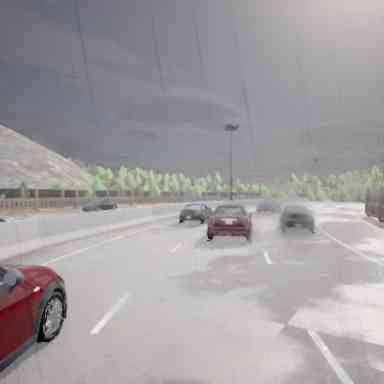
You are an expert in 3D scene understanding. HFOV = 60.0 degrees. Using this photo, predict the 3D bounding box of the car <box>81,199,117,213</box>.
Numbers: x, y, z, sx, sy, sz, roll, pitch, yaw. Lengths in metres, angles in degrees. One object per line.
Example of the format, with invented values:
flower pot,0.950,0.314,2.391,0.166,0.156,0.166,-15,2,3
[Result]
car,-10.380,1.538,37.494,1.837,1.490,4.892,0,-1,21

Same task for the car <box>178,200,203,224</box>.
car,0.382,1.581,25.069,1.812,1.442,4.674,0,0,15

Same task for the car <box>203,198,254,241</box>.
car,2.061,1.399,17.108,2.097,1.767,4.553,0,0,11

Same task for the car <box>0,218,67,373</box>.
car,-3.158,1.345,3.647,2.097,1.767,4.553,0,0,2

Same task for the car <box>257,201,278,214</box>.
car,8.687,1.669,37.392,2.033,1.411,5.357,0,0,25

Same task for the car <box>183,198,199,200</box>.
car,-0.315,1.602,50.769,2.128,1.511,4.902,0,0,30

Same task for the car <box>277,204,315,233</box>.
car,6.391,1.579,20.474,1.837,1.490,4.892,0,0,14
